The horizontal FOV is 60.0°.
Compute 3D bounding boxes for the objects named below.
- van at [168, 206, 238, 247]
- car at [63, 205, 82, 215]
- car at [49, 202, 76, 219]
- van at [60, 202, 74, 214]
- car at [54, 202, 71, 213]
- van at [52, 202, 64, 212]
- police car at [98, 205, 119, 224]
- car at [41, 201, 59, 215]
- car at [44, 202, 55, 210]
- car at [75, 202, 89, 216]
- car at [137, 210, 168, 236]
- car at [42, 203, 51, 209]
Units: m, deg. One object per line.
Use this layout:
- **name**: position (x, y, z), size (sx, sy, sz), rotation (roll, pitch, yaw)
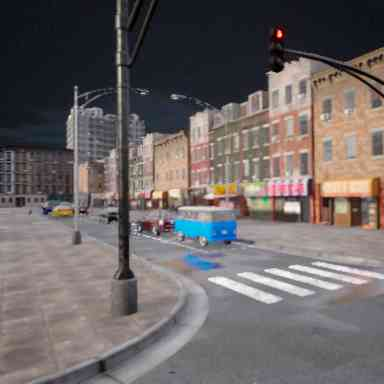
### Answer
- **van**: position (0.555, 1.619, 16.466), size (1.690, 1.788, 3.998), rotation (0, -1, -29)
- **car**: position (-17.981, 2.671, 49.999), size (2.008, 1.369, 4.403), rotation (0, -1, -29)
- **car**: position (-16.037, 2.411, 41.129), size (1.882, 1.535, 5.008), rotation (0, -1, -29)
- **van**: position (-20.632, 2.582, 54.793), size (1.690, 1.788, 3.998), rotation (0, -1, -29)
- **car**: position (-23.281, 2.677, 59.584), size (2.192, 1.841, 5.009), rotation (0, -1, -29)
- **van**: position (-25.929, 2.824, 64.374), size (1.690, 1.788, 3.998), rotation (0, -1, -29)
- **police car**: position (-7.406, 2.067, 31.106), size (1.930, 1.638, 5.238), rotation (0, -1, -29)
- **car**: position (-20.974, 2.380, 49.966), size (2.150, 2.045, 5.566), rotation (0, -1, -29)
- **car**: position (-33.873, 3.286, 78.746), size (1.967, 1.590, 4.097), rotation (0, -1, -29)
- **car**: position (-15.336, 2.314, 45.212), size (2.192, 1.841, 5.009), rotation (0, -1, -29)
- **car**: position (-2.092, 1.837, 21.256), size (1.967, 1.590, 4.097), rotation (0, -1, -29)
- **car**: position (-36.602, 3.496, 83.684), size (1.752, 1.417, 4.829), rotation (0, -1, -29)
